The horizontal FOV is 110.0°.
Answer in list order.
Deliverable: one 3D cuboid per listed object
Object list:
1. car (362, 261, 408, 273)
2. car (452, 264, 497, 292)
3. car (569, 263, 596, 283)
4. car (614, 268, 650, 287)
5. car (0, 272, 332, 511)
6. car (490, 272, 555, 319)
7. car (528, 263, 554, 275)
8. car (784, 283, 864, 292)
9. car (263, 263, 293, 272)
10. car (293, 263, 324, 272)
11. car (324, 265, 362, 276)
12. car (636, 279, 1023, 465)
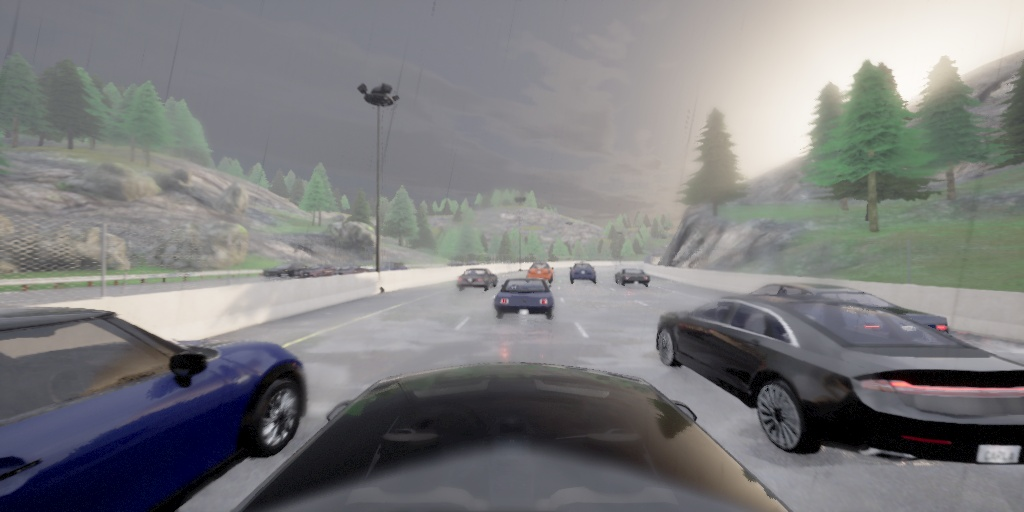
[{"bbox_3d":[-11.444,1.314,33.362,2.097,1.767,4.553,0,0,9],"label":"car"},{"bbox_3d":[-2.115,1.462,23.103,2.033,1.411,5.357,0,0,7],"label":"car"},{"bbox_3d":[6.069,1.359,31.010,2.097,1.767,4.553,0,-1,9],"label":"car"},{"bbox_3d":[9.010,1.590,27.281,1.895,1.301,4.718,0,0,8],"label":"car"},{"bbox_3d":[-3.362,1.093,2.222,2.097,1.767,4.553,0,-1,0],"label":"car"},{"bbox_3d":[0.512,1.445,13.212,1.895,1.301,4.718,0,0,4],"label":"car"},{"bbox_3d":[2.543,1.347,31.121,2.097,1.767,4.553,0,-1,9],"label":"car"},{"bbox_3d":[7.289,1.383,9.003,2.033,1.411,5.357,0,0,2],"label":"car"},{"bbox_3d":[-21.806,1.415,35.064,1.882,1.535,5.008,0,-1,9],"label":"car"},{"bbox_3d":[-18.356,1.510,34.473,1.994,1.385,4.181,0,0,9],"label":"car"},{"bbox_3d":[-14.978,1.514,33.440,1.994,1.385,4.181,0,0,9],"label":"car"},{"bbox_3d":[3.692,1.283,5.108,2.128,1.511,4.902,0,0,1],"label":"car"}]
